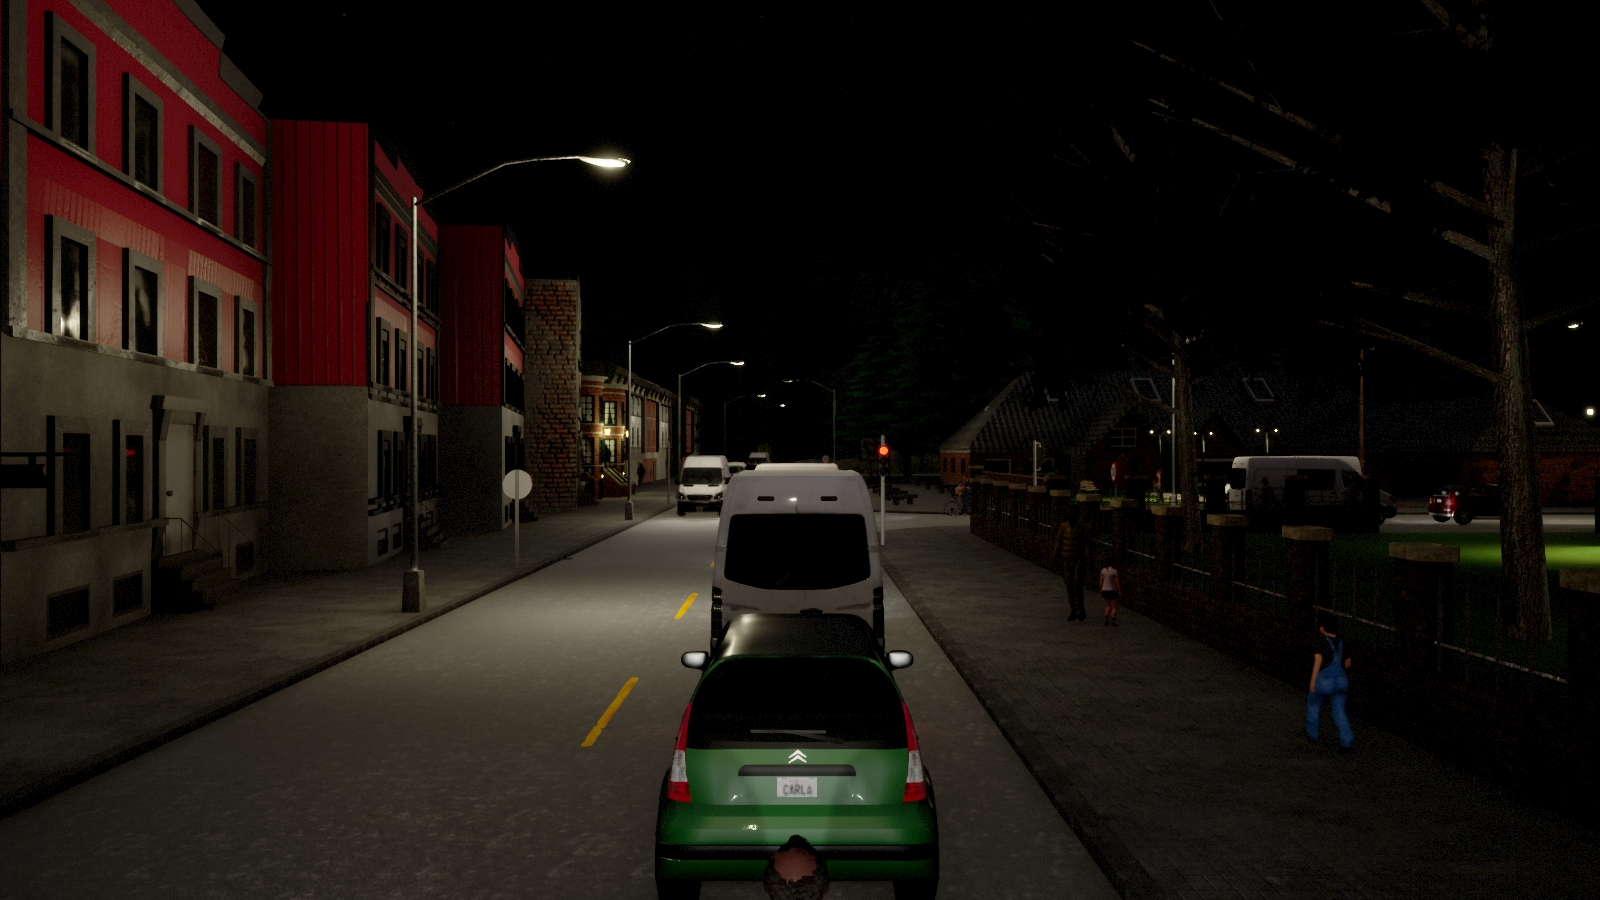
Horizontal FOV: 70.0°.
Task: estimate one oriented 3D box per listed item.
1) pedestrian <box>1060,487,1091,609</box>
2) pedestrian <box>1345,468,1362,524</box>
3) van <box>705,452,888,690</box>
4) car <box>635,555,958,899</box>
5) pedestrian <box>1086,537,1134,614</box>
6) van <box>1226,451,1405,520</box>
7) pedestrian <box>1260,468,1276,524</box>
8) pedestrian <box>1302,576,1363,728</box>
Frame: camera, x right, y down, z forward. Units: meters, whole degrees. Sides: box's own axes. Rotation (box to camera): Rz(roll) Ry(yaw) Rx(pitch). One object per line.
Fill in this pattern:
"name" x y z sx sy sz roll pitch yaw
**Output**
"pedestrian" 4.326 1.525 17.935 0.375 1.860 0.375 0 0 32
"pedestrian" 18.441 1.525 38.090 0.375 1.860 0.375 0 0 0
"van" -0.048 1.314 15.312 1.988 2.561 5.915 0 0 0
"car" -0.023 1.779 8.527 1.851 1.617 3.988 0 0 0
"pedestrian" 4.728 1.904 17.415 0.500 1.100 0.500 0 0 -34
"van" 19.552 1.314 43.543 5.915 2.561 1.988 0 0 1
"pedestrian" 15.635 1.525 38.173 0.375 1.860 0.375 0 0 2
"pedestrian" 4.782 1.805 10.266 0.375 1.300 0.375 0 0 0
